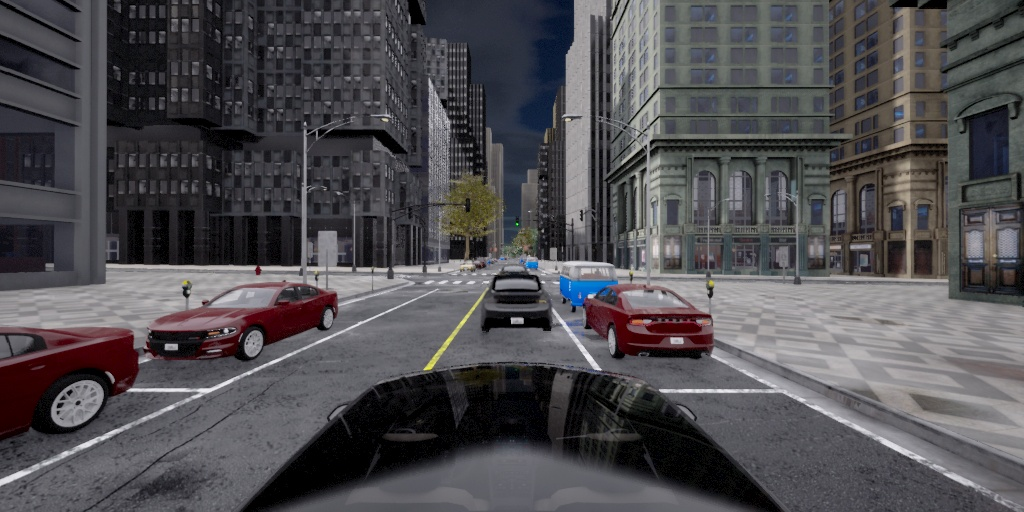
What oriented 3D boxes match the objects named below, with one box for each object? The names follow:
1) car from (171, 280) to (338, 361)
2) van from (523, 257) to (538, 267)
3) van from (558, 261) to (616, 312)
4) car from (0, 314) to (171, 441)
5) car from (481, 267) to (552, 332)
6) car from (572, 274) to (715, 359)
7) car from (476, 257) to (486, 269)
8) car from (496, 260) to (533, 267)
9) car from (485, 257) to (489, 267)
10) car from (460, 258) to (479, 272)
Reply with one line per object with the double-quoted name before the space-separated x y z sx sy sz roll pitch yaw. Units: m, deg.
"car" -5.766 1.297 8.319 1.888 1.381 4.507 0 0 0
"van" 2.864 1.124 51.793 1.690 1.789 3.998 0 0 0
"van" 2.801 1.094 13.809 1.690 1.789 3.998 0 0 0
"car" -5.776 1.295 2.794 1.888 1.381 4.507 0 0 0
"car" 0.119 1.259 10.834 1.837 1.490 4.892 0 0 0
"car" 2.789 1.297 8.283 1.888 1.381 4.507 0 0 0
"car" -5.650 1.334 56.992 1.888 1.381 4.507 0 0 0
"car" 0.141 1.236 23.187 1.882 1.535 5.008 0 0 0
"car" -5.640 1.110 62.281 2.192 1.841 5.009 0 0 0
"car" -5.678 1.303 46.242 1.751 1.417 4.829 0 0 0
